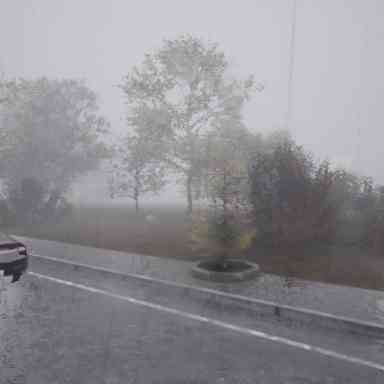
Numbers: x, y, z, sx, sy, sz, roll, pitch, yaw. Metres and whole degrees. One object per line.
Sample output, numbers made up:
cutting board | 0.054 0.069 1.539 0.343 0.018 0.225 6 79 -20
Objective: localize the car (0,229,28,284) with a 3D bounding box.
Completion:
car | -6.034 1.496 8.329 4.902 1.511 2.128 0 0 36
